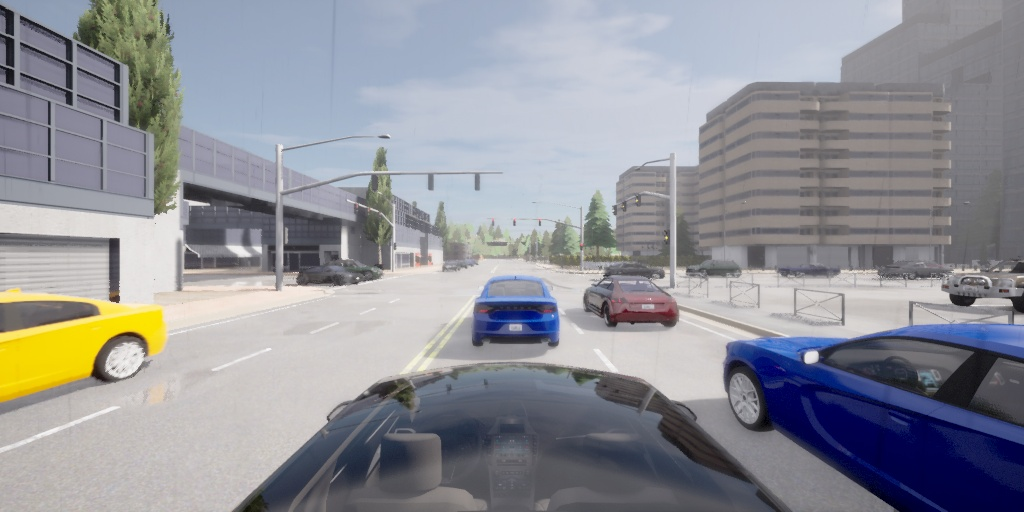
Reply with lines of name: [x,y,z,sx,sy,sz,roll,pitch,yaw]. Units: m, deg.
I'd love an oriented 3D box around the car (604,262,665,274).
car: [10.014,1.255,29.448,4.892,1.490,1.837,0,0,-2]

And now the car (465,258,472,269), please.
car: [-8.008,1.314,56.746,1.994,1.385,4.181,0,0,-1]

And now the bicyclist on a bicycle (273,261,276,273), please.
bicyclist on a bicycle: [-25.855,1.053,39.601,0.582,1.620,1.656,0,0,-1]

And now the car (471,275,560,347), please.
car: [0.091,1.228,9.396,1.882,1.535,5.008,0,0,0]

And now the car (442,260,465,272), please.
car: [-7.866,1.242,46.786,2.128,1.511,4.902,0,0,0]

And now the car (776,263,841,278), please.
car: [27.661,1.351,33.558,4.718,1.301,1.895,0,0,-1]

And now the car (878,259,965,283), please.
car: [33.926,1.241,29.989,4.902,1.511,2.128,0,0,-1]

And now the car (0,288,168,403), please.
car: [-7.121,1.227,4.304,1.882,1.535,5.008,0,0,0]

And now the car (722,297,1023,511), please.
car: [3.602,1.228,2.546,1.882,1.535,5.008,0,0,0]

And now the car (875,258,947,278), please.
car: [37.457,1.102,33.749,4.553,1.767,2.097,0,0,-1]

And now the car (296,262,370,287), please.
car: [-12.292,1.314,24.334,4.181,1.385,1.994,0,0,9]

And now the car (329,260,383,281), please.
car: [-12.713,1.102,28.589,4.553,1.767,2.097,0,0,-6]

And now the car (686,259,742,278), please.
car: [18.674,1.102,33.369,4.553,1.767,2.097,0,0,-1]

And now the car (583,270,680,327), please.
car: [3.598,1.314,11.529,1.994,1.385,4.181,0,0,0]
